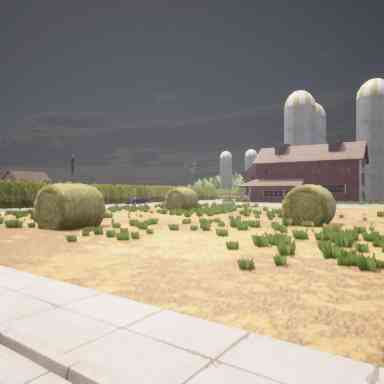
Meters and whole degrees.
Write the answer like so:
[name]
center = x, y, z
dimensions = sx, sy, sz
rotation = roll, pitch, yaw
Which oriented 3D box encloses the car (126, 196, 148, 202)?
[car]
center = -10.127, 1.595, 61.263
dimensions = 1.837, 1.490, 4.892
rotation = 0, 0, 33
